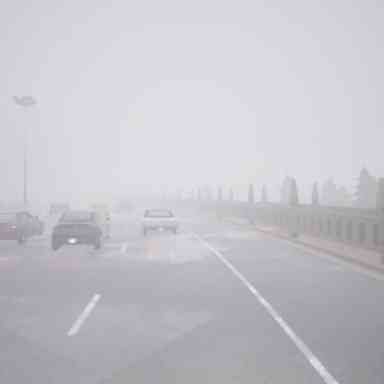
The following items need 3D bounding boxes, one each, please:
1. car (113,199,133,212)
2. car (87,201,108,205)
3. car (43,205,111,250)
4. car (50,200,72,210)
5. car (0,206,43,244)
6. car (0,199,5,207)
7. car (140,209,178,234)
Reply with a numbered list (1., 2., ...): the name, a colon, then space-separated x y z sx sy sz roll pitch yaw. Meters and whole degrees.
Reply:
1. car: -8.393 1.631 40.267 1.837 1.490 4.892 0 -1 -23
2. car: -9.301 1.589 32.859 1.882 1.535 5.008 0 0 -19
3. car: -4.779 1.557 14.687 1.837 1.490 4.892 0 0 -8
4. car: -13.247 1.602 33.556 1.882 1.535 5.008 0 0 -20
5. car: -8.490 1.591 15.824 1.812 1.442 4.674 0 0 -9
6. car: -26.630 1.686 45.401 2.128 1.511 4.902 0 0 -30
7. car: -2.057 1.657 19.569 1.895 1.301 4.718 0 0 -11
